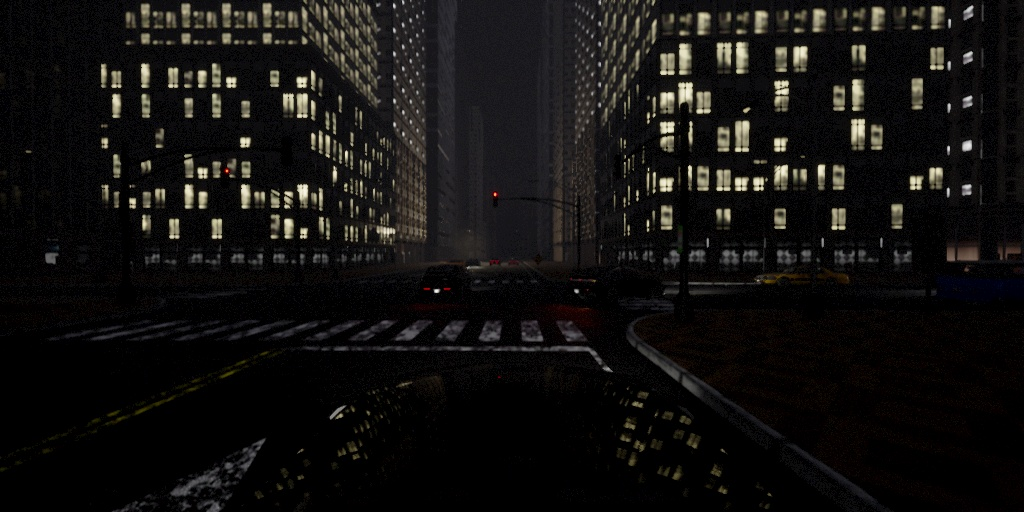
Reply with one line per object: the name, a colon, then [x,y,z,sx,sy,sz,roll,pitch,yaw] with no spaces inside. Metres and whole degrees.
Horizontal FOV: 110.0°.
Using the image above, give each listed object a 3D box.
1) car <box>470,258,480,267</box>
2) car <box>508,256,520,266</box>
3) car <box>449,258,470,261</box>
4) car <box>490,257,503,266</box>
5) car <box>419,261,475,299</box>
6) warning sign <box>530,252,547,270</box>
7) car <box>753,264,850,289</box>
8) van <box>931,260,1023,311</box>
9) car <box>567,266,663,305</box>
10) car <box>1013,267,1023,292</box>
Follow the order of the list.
car: [-6.314,1.048,57.924,1.994,1.385,4.181,0,0,1]
car: [0.287,1.065,64.539,1.895,1.301,4.718,0,0,0]
car: [-6.415,1.022,41.079,1.882,1.535,5.008,0,0,0]
car: [-2.968,0.971,63.690,1.837,1.490,4.892,0,0,0]
car: [-3.089,1.164,17.220,1.837,1.490,4.892,0,0,0]
warning sign: [3.030,0.657,41.485,1.300,1.860,1.060,0,0,0]
car: [17.176,1.166,21.435,4.829,1.417,1.751,0,0,2]
van: [18.409,1.044,13.257,3.998,1.789,1.690,0,0,2]
car: [4.572,1.167,15.560,4.902,1.511,2.128,0,0,-35]
car: [29.378,1.271,18.333,4.718,1.301,1.895,0,0,2]
